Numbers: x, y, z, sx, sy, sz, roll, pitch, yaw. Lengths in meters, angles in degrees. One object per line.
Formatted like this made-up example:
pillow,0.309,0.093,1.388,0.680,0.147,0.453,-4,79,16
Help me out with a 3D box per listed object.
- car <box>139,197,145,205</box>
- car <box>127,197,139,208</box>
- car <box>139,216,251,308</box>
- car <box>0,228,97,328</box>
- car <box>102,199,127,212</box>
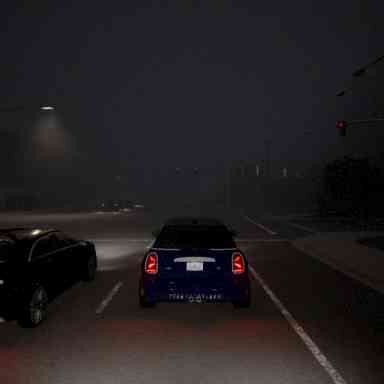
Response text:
car,-10.649,1.776,67.408,2.128,1.511,4.902,0,1,0
car,-10.693,1.880,54.726,2.128,1.511,4.902,0,0,0
car,0.057,1.364,8.112,2.097,1.767,4.553,0,0,0
car,-3.448,1.503,6.971,2.128,1.511,4.902,0,0,0
car,-10.683,1.692,44.948,2.097,1.767,4.553,0,0,0
